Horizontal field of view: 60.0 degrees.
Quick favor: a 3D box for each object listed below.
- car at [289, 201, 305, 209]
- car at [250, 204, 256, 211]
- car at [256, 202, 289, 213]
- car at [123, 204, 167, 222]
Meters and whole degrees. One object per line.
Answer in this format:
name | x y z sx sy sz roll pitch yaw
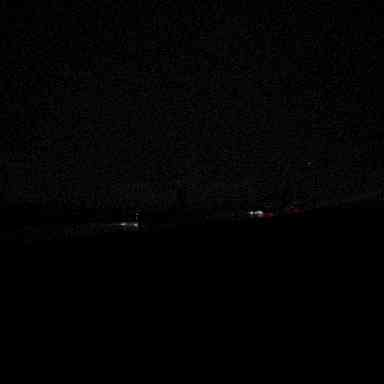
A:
car | 17.847 2.182 57.028 1.812 1.442 4.674 -2 -1 36
car | 11.341 2.332 54.004 2.033 1.411 5.357 -2 -1 36
car | 11.808 2.217 48.580 2.128 1.511 4.902 -2 -1 36
car | -4.464 1.965 32.253 2.097 1.767 4.553 -2 -2 36
